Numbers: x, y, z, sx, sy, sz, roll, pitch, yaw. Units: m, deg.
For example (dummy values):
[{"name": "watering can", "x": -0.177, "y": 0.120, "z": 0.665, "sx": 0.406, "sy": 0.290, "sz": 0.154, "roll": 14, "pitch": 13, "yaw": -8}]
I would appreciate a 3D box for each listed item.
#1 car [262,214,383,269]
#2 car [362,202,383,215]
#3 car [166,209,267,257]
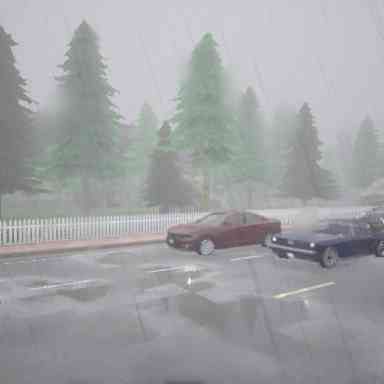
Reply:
[{"name": "car", "x": 4.847, "y": 1.601, "z": 11.272, "sx": 4.718, "sy": 1.301, "sz": 1.895, "roll": 0, "pitch": 0, "yaw": -33}, {"name": "car", "x": 11.932, "y": 1.352, "z": 19.543, "sx": 4.553, "sy": 1.767, "sz": 2.097, "roll": 0, "pitch": 0, "yaw": -28}, {"name": "car", "x": 1.372, "y": 1.478, "z": 13.175, "sx": 5.008, "sy": 1.535, "sz": 1.882, "roll": 0, "pitch": 0, "yaw": -33}]
